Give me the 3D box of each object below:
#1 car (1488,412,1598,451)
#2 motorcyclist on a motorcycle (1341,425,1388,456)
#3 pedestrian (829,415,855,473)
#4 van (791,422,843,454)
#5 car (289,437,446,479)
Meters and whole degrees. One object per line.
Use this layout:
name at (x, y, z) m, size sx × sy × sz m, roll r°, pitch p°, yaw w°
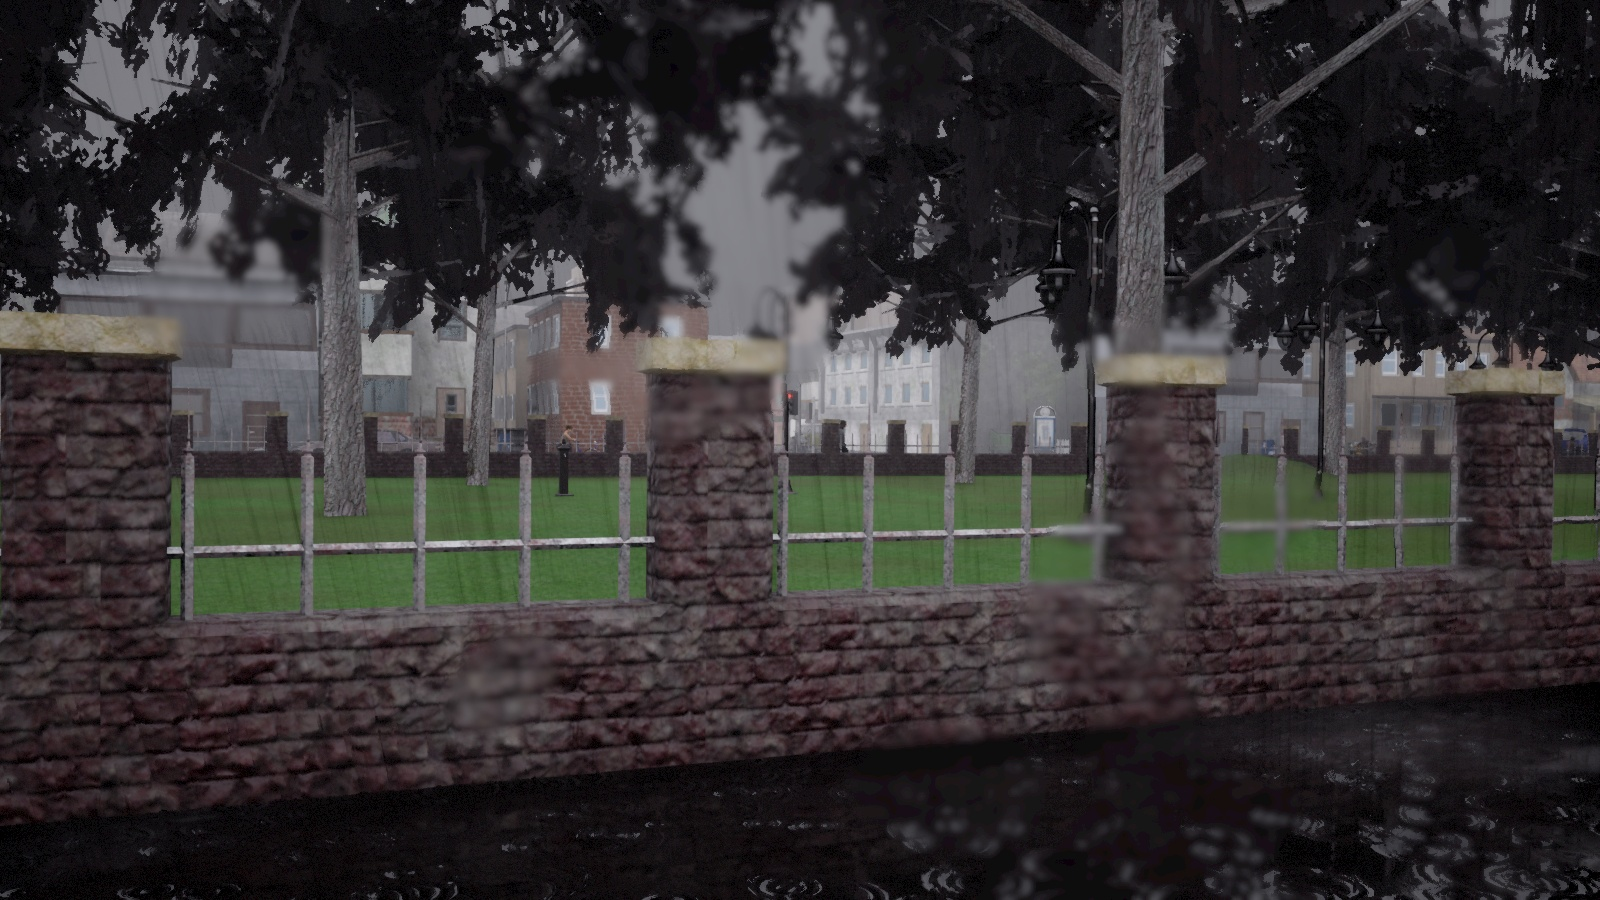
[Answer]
car at (40.214, -1.024, 67.981) m, size 5.566 × 2.045 × 2.150 m, roll -1°, pitch 1°, yaw -21°
motorcyclist on a motorcycle at (28.500, -0.507, 63.442) m, size 2.191 × 1.530 × 0.866 m, roll -1°, pitch 1°, yaw -21°
pedestrian at (1.455, -0.210, 43.145) m, size 0.788 × 1.949 × 0.423 m, roll -1°, pitch 1°, yaw -16°
van at (1.037, -0.776, 80.778) m, size 1.775 × 1.987 × 4.442 m, roll -1°, pitch 1°, yaw -21°
car at (-15.910, 0.265, 46.224) m, size 5.357 × 1.411 × 2.033 m, roll -1°, pitch 1°, yaw -22°
